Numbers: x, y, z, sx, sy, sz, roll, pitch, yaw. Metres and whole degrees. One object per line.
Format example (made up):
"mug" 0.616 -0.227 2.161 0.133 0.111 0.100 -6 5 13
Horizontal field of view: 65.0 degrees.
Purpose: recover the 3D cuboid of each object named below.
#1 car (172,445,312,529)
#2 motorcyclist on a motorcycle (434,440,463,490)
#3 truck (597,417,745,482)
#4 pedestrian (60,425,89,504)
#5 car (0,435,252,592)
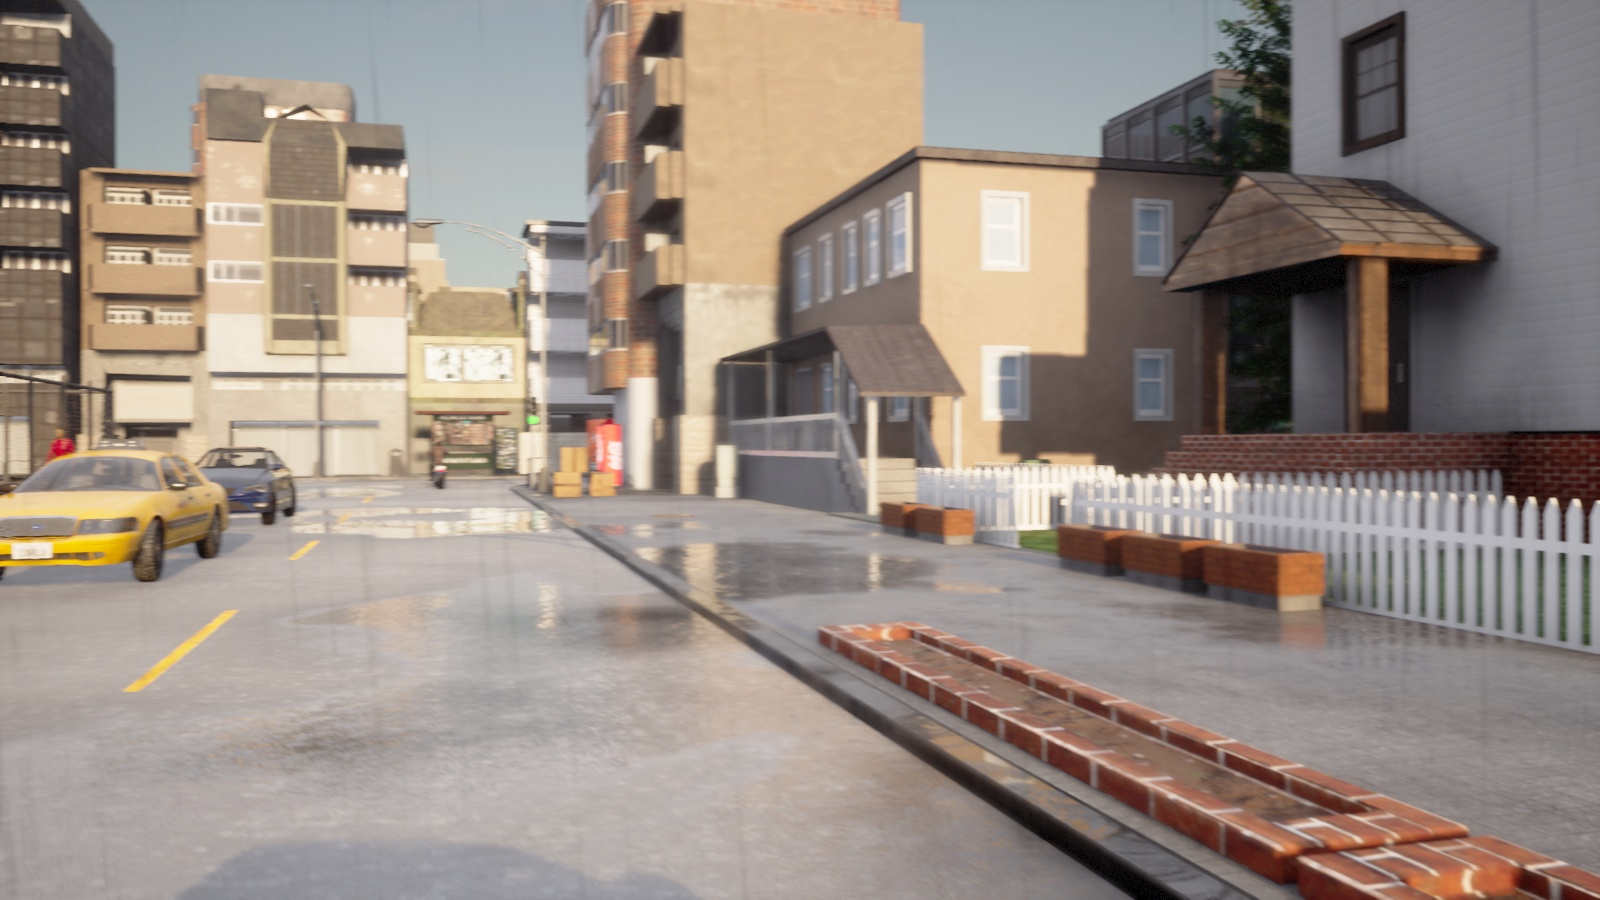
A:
"car" -10.801 0.647 24.604 1.816 1.474 4.193 0 0 -14
"motorcyclist on a motorcycle" -11.978 0.481 42.798 0.766 1.649 2.350 0 0 -20
"truck" -5.110 -0.018 49.738 5.204 2.467 2.627 0 0 -27
"pedestrian" -17.011 0.333 29.449 0.331 1.846 0.636 0 0 -5
"car" -8.167 0.620 15.258 1.801 1.575 5.366 0 0 -13
